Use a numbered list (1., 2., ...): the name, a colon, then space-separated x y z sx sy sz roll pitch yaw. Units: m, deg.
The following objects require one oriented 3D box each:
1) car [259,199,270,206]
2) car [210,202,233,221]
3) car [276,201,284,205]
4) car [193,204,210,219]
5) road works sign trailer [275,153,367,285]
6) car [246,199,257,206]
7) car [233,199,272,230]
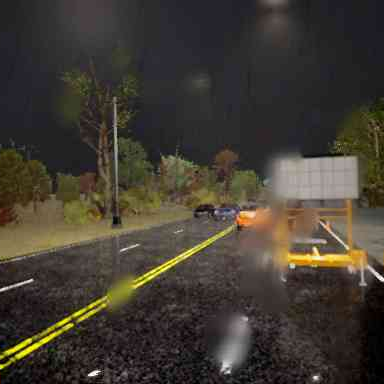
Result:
1. car: 15.605 2.268 71.740 1.994 1.385 4.181 -1 -1 17
2. car: 3.543 1.848 32.451 2.097 1.767 4.553 -1 -1 17
3. car: 21.365 1.907 79.380 2.150 2.045 5.566 -1 -1 17
4. car: 1.505 2.106 36.950 1.837 1.490 4.892 -1 -1 17
5. road works sign trailer: 3.816 0.650 10.223 2.380 3.560 2.880 -1 -1 17
6. car: 13.608 2.308 76.284 1.812 1.442 4.674 -1 -1 17
7. car: 4.511 1.558 23.645 2.097 1.767 4.553 -2 1 17
